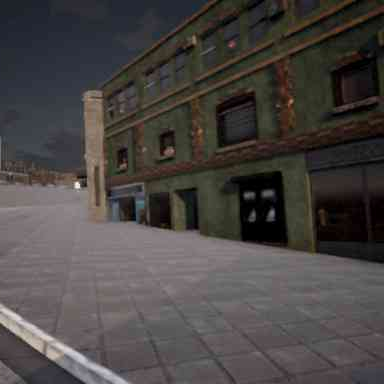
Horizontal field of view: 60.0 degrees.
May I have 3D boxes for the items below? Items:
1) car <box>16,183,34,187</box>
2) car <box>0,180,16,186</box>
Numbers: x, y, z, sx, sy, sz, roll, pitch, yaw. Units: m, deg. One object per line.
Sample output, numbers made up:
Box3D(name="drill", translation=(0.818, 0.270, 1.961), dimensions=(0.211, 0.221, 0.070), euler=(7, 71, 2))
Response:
Box3D(name="car", translation=(-42.796, -1.579, 83.366), dimensions=(2.163, 1.488, 4.792), euler=(-4, -3, 18))
Box3D(name="car", translation=(-44.550, -1.905, 77.921), dimensions=(2.185, 1.767, 4.553), euler=(-4, -3, 19))
